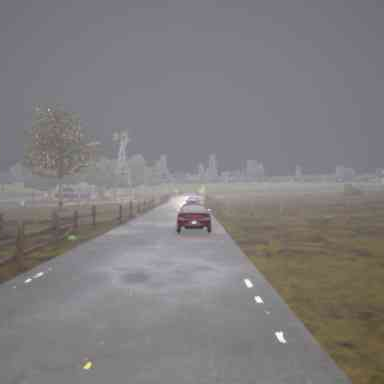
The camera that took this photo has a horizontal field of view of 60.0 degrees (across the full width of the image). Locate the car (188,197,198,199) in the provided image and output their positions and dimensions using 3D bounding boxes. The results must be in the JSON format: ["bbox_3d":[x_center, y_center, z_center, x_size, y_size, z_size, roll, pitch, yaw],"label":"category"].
[{"bbox_3d":[0.125,1.345,40.413,1.812,1.442,4.674,0,0,0],"label":"car"}]

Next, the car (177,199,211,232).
[{"bbox_3d":[0.112,1.421,19.789,1.882,1.535,5.008,0,0,0],"label":"car"}]
